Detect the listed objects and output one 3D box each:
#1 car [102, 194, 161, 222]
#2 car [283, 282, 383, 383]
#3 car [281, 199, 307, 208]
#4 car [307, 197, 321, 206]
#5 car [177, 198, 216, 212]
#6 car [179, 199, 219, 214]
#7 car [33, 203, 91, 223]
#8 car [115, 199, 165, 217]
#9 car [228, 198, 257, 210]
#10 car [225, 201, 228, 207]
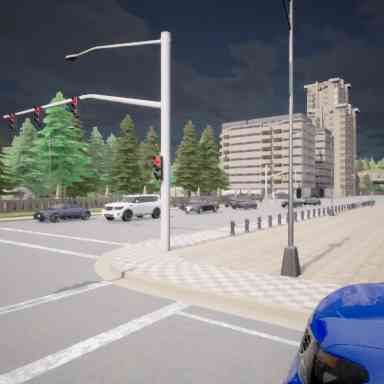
[{"bbox_3d":[-4.683,1.221,27.192,2.150,2.045,5.566,0,0,35],"label":"car"},{"bbox_3d":[3.316,1.221,1.601,5.566,2.045,2.150,0,0,36],"label":"car"},{"bbox_3d":[14.410,1.601,47.597,1.895,1.301,4.718,0,0,35],"label":"car"},{"bbox_3d":[20.195,1.564,55.706,1.994,1.385,4.181,0,0,35],"label":"car"},{"bbox_3d":[0.665,1.547,40.714,2.033,1.411,5.357,0,0,36],"label":"car"},{"bbox_3d":[1.082,1.492,35.271,2.128,1.511,4.902,0,0,36],"label":"car"},{"bbox_3d":[-9.977,1.564,25.799,1.994,1.385,4.181,0,0,36],"label":"car"},{"bbox_3d":[-5.012,1.491,32.758,2.128,1.511,4.902,0,0,35],"label":"car"},{"bbox_3d":[6.909,1.564,43.412,1.994,1.385,4.181,0,0,36],"label":"car"},{"bbox_3d":[6.491,1.564,48.822,1.994,1.385,4.181,0,0,36],"label":"car"}]
